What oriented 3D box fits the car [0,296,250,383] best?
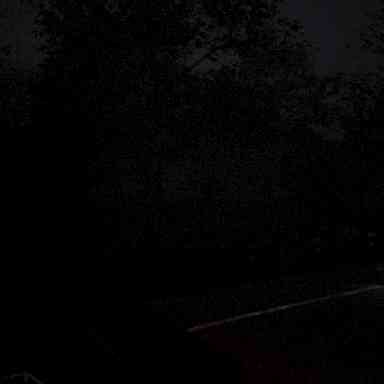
[{"bbox_3d":[-1.942,1.583,2.110,4.718,1.301,1.895,0,0,-35],"label":"car"}]
